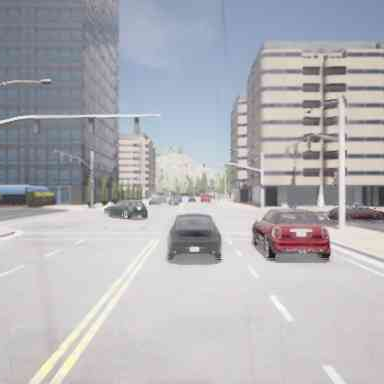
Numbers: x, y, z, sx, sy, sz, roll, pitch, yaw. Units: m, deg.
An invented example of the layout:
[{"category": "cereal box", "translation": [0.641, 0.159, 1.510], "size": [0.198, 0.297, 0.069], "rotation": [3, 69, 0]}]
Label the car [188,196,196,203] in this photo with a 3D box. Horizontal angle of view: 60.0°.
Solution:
[{"category": "car", "translation": [0.026, 1.932, 84.809], "size": [1.812, 1.442, 4.674], "rotation": [0, 0, 0]}]

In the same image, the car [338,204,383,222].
[{"category": "car", "translation": [13.433, 1.695, 27.091], "size": [4.181, 1.385, 1.994], "rotation": [0, 0, -4]}]

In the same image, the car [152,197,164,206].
[{"category": "car", "translation": [-7.011, 1.869, 63.424], "size": [1.994, 1.385, 4.181], "rotation": [0, 0, 1]}]

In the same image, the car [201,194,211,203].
[{"category": "car", "translation": [3.526, 1.622, 83.703], "size": [2.150, 2.045, 5.566], "rotation": [0, 0, 0]}]

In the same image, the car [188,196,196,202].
[{"category": "car", "translation": [0.029, 1.884, 93.928], "size": [2.128, 1.511, 4.902], "rotation": [0, 0, 0]}]

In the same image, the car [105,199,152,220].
[{"category": "car", "translation": [-6.090, 1.499, 30.399], "size": [2.097, 1.767, 4.553], "rotation": [0, 0, -44]}]

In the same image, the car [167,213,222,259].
[{"category": "car", "translation": [0.086, 1.567, 12.862], "size": [1.837, 1.490, 4.892], "rotation": [0, 0, 0]}]

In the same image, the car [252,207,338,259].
[{"category": "car", "translation": [3.667, 1.416, 13.036], "size": [2.097, 1.767, 4.553], "rotation": [0, 0, 2]}]

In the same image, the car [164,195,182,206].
[{"category": "car", "translation": [-3.511, 1.798, 63.500], "size": [2.128, 1.511, 4.902], "rotation": [0, 0, 1]}]

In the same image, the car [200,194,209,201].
[{"category": "car", "translation": [3.529, 1.584, 93.958], "size": [2.150, 2.045, 5.566], "rotation": [0, 0, 0]}]
